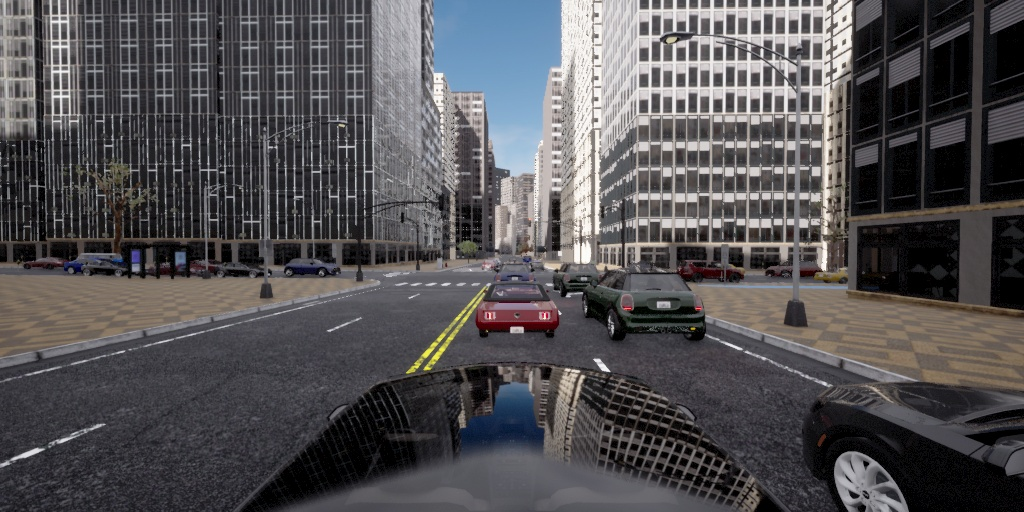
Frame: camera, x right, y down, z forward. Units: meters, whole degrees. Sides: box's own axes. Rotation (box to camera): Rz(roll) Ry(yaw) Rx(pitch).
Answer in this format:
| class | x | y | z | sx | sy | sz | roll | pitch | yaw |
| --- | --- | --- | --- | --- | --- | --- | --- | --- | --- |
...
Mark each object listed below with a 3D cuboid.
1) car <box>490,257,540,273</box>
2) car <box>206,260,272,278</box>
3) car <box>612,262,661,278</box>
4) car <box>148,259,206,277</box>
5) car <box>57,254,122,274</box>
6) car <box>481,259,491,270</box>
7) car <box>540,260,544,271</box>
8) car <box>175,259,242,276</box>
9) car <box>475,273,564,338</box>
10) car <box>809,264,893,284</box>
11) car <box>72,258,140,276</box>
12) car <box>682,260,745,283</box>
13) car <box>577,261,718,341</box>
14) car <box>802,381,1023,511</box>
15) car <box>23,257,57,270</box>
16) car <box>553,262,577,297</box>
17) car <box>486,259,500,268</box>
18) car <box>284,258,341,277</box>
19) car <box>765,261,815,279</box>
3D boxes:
| class | x | y | z | sx | sy | sz | roll | pitch | yaw |
| --- | --- | --- | --- | --- | --- | --- | --- | --- | --- |
| car | 0.136 | 1.092 | 19.136 | 2.097 | 1.767 | 4.553 | 0 | 0 | 0 |
| car | -22.671 | 1.174 | 30.246 | 4.313 | 1.339 | 1.948 | 0 | 0 | 1 |
| car | 12.329 | 1.387 | 35.620 | 4.181 | 1.385 | 1.994 | 1 | 1 | 3 |
| car | -28.355 | 1.139 | 30.391 | 4.207 | 1.307 | 1.802 | 0 | 0 | 1 |
| car | -38.421 | 0.899 | 33.311 | 5.008 | 1.535 | 1.882 | 1 | 1 | 2 |
| car | -3.224 | 1.241 | 50.612 | 1.812 | 1.442 | 4.674 | 0 | 0 | 0 |
| car | 3.426 | 1.207 | 49.816 | 2.128 | 1.511 | 4.902 | 0 | 0 | 0 |
| car | -27.948 | 1.042 | 33.075 | 4.674 | 1.442 | 1.812 | 1 | 1 | 2 |
| car | 0.115 | 1.347 | 10.142 | 1.895 | 1.301 | 4.718 | 0 | 0 | 0 |
| car | 27.700 | 1.579 | 29.410 | 4.829 | 1.417 | 1.751 | 0 | 0 | 1 |
| car | -34.035 | 1.070 | 30.577 | 4.313 | 1.339 | 1.948 | 0 | 0 | 1 |
| car | 16.253 | 1.269 | 29.632 | 5.009 | 1.841 | 2.192 | 0 | 0 | 1 |
| car | 3.359 | 1.098 | 10.045 | 2.097 | 1.767 | 4.553 | 0 | 0 | 0 |
| car | 3.342 | 1.255 | 0.990 | 1.837 | 1.490 | 4.892 | 0 | 0 | 0 |
| car | -50.889 | 0.794 | 39.391 | 4.207 | 1.307 | 1.802 | 0 | 0 | 1 |
| car | 3.385 | 1.093 | 18.983 | 2.097 | 1.767 | 4.553 | 0 | 0 | 0 |
| car | -3.197 | 1.251 | 60.299 | 2.033 | 1.411 | 5.357 | 0 | 0 | 0 |
| car | -18.167 | 0.958 | 32.815 | 4.553 | 1.767 | 2.097 | 1 | 1 | 2 |
| car | 27.555 | 1.311 | 35.186 | 4.553 | 1.767 | 2.097 | 0 | 1 | 1 |
